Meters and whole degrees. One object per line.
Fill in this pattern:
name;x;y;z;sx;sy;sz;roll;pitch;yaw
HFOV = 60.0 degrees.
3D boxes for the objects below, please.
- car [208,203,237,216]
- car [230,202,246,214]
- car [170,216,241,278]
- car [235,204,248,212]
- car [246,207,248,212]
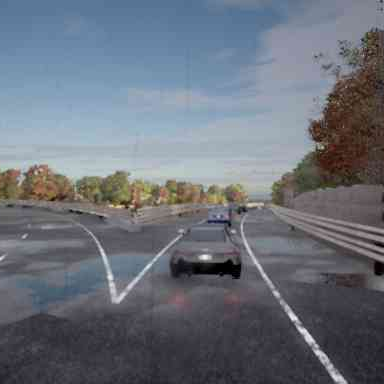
car;2.306;1.869;26.503;2.033;1.411;5.357;0;-1;9
car;5.531;2.108;43.688;2.128;1.511;4.902;0;-2;11
car;0.478;1.692;10.629;1.994;1.385;4.181;0;-1;4
car;9.412;3.078;62.604;2.033;1.411;5.357;0;-4;12
car;7.827;2.556;54.990;1.882;1.535;5.008;0;-3;12
